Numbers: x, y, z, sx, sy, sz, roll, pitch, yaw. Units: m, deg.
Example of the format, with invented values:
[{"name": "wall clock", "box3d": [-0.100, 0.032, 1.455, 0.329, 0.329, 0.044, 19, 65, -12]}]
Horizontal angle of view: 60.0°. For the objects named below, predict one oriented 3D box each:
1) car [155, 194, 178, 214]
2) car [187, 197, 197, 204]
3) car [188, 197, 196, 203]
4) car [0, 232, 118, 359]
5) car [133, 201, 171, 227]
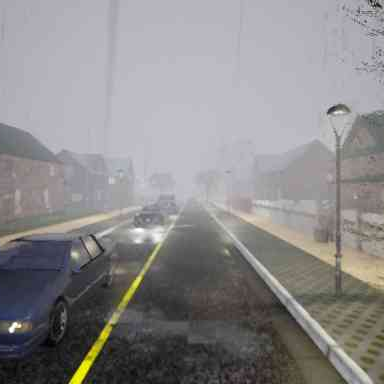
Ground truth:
[{"name": "car", "box3d": [-2.733, 1.263, 36.371, 2.150, 2.045, 5.566, 0, 0, 0]}, {"name": "car", "box3d": [0.036, 1.731, 66.577, 1.994, 1.385, 4.181, 0, 0, 0]}, {"name": "car", "box3d": [0.041, 1.719, 76.617, 1.895, 1.301, 4.718, 0, 0, 0]}, {"name": "car", "box3d": [-2.844, 1.546, 6.578, 2.033, 1.411, 5.357, 0, 0, 0]}, {"name": "car", "box3d": [-2.772, 1.579, 22.904, 1.994, 1.385, 4.181, 0, 0, 1]}]
